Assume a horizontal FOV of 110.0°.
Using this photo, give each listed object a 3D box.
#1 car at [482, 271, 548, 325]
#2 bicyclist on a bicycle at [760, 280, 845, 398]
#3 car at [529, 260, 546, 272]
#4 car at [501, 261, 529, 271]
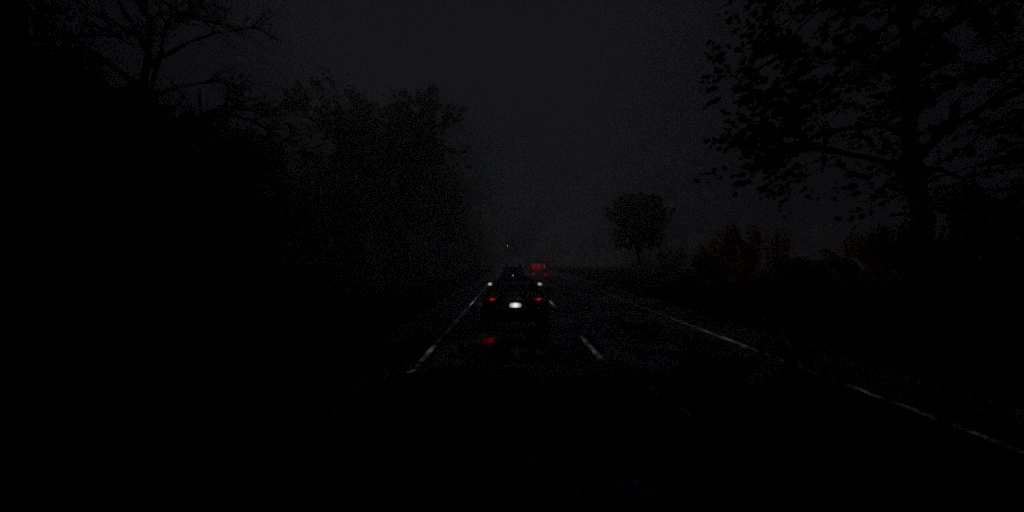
[{"bbox_3d":[0.097,1.360,12.043,1.994,1.385,4.181,0,0,0],"label":"car"},{"bbox_3d":[4.465,1.221,5.641,0.582,1.620,1.656,0,-1,0],"label":"bicyclist on a bicycle"},{"bbox_3d":[3.593,1.323,50.268,2.097,1.767,4.553,0,0,0],"label":"car"},{"bbox_3d":[0.096,1.375,31.323,2.128,1.511,4.902,0,0,0],"label":"car"}]
